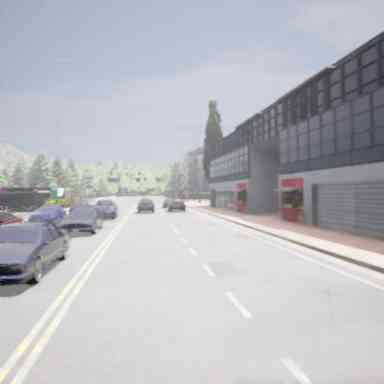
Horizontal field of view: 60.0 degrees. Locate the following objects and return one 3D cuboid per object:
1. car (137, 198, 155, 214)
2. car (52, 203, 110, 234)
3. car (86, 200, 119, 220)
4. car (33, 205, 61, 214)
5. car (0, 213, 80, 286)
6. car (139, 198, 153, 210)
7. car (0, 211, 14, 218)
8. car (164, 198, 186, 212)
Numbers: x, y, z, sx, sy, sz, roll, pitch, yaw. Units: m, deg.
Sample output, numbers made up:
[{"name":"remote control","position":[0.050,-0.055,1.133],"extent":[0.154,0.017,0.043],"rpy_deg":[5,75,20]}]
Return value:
[{"name":"car","position":[-5.144,1.575,37.421],"extent":[2.128,1.511,4.902],"rpy_deg":[-1,0,-8]},{"name":"car","position":[-6.390,1.650,19.852],"extent":[2.033,1.411,5.357],"rpy_deg":[-1,0,-8]},{"name":"car","position":[-7.728,1.476,29.596],"extent":[2.097,1.767,4.553],"rpy_deg":[-1,0,-8]},{"name":"car","position":[-10.601,1.695,24.817],"extent":[1.812,1.442,4.674],"rpy_deg":[-1,0,-8]},{"name":"car","position":[-4.978,1.627,9.877],"extent":[2.033,1.411,5.357],"rpy_deg":[-1,0,-8]},{"name":"car","position":[-6.626,1.614,47.717],"extent":[1.837,1.490,4.892],"rpy_deg":[-1,0,-8]},{"name":"car","position":[-9.239,1.624,14.970],"extent":[1.882,1.535,5.008],"rpy_deg":[-1,0,-8]},{"name":"car","position":[-1.829,1.523,39.063],"extent":[2.128,1.511,4.902],"rpy_deg":[-1,0,-8]}]
